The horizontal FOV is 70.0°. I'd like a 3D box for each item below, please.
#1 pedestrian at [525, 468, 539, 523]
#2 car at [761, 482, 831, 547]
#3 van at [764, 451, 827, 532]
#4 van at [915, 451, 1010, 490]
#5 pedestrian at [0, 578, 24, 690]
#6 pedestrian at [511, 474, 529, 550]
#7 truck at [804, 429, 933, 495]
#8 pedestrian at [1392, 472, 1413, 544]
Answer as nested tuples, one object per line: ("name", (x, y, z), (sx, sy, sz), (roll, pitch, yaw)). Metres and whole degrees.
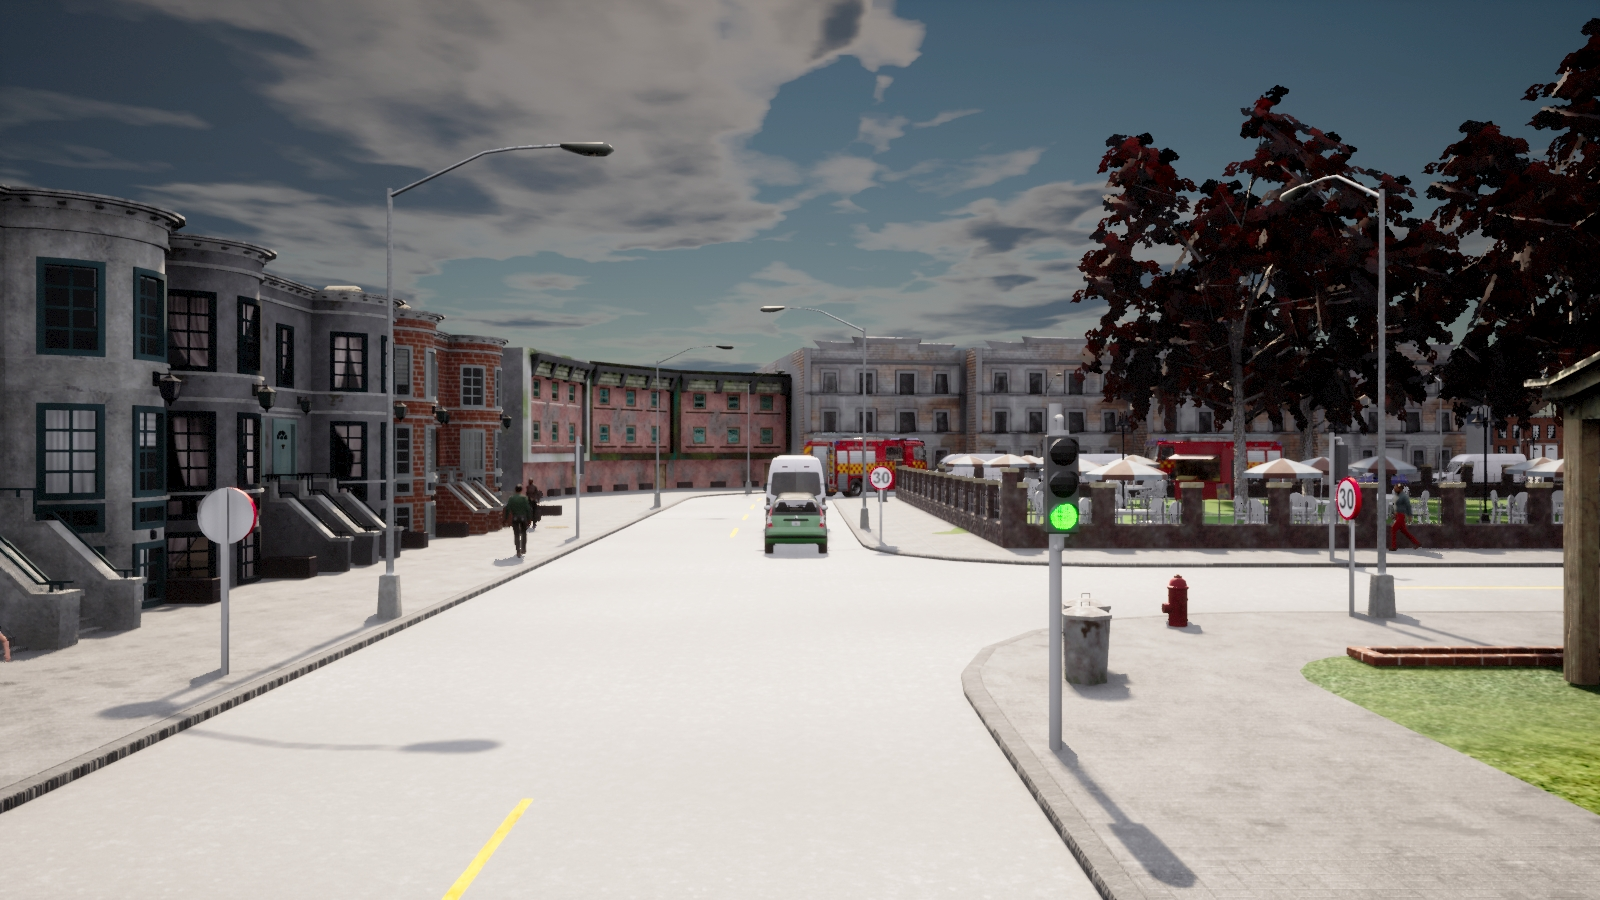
("pedestrian", (-9.030, 1.524, 38.463), (0.375, 1.860, 0.375), (0, 0, 5))
("car", (-0.119, 1.779, 32.373), (1.851, 1.617, 3.988), (0, 0, 0))
("van", (-0.147, 1.315, 39.074), (1.988, 2.561, 5.915), (0, 0, 0))
("van", (10.550, 1.314, 74.428), (5.915, 2.561, 1.988), (0, 0, 0))
("pedestrian", (-8.436, 1.904, 11.808), (0.500, 1.100, 0.500), (0, 0, -2))
("pedestrian", (-6.958, 1.524, 28.378), (0.375, 1.860, 0.375), (0, 0, -6))
("truck", (4.295, 0.672, 70.228), (8.468, 3.827, 2.891), (0, 0, -43))
("pedestrian", (15.815, 1.517, 29.986), (0.375, 1.860, 0.375), (0, 0, 1))
